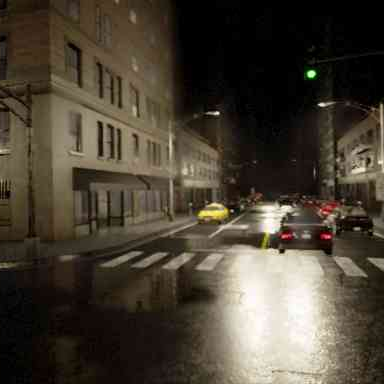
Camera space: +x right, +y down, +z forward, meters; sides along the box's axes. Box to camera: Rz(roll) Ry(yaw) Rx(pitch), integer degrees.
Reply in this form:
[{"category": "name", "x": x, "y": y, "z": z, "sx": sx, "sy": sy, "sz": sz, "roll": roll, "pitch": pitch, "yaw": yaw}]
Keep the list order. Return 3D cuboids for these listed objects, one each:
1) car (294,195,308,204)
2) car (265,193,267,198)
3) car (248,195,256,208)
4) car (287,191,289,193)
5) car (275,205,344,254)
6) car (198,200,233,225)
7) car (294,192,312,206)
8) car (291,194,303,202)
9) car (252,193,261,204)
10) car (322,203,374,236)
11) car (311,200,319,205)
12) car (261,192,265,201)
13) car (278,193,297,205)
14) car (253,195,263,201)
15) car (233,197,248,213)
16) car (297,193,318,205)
[{"category": "car", "x": 18.090, "y": 1.251, "z": 55.535, "sx": 1.947, "sy": 1.339, "sz": 4.313, "roll": -1, "pitch": 0, "yaw": 15}, {"category": "car", "x": 17.555, "y": 1.299, "z": 85.044, "sx": 1.802, "sy": 1.307, "sz": 4.206, "roll": -1, "pitch": 0, "yaw": 15}, {"category": "car", "x": 7.439, "y": 1.446, "z": 46.584, "sx": 2.008, "sy": 1.369, "sz": 4.403, "roll": -1, "pitch": 0, "yaw": 15}, {"category": "car", "x": 26.761, "y": 1.073, "z": 88.505, "sx": 1.887, "sy": 1.381, "sz": 4.507, "roll": -1, "pitch": 0, "yaw": 15}, {"category": "car", "x": 4.328, "y": 1.474, "z": 13.184, "sx": 2.033, "sy": 1.411, "sz": 5.357, "roll": -1, "pitch": 0, "yaw": 15}, {"category": "car", "x": 1.614, "y": 1.519, "z": 24.442, "sx": 1.752, "sy": 1.417, "sz": 4.829, "roll": -1, "pitch": 0, "yaw": 15}, {"category": "car", "x": 16.639, "y": 1.025, "z": 50.041, "sx": 2.192, "sy": 1.841, "sz": 5.009, "roll": -1, "pitch": 0, "yaw": 15}, {"category": "car", "x": 20.980, "y": 1.202, "z": 66.525, "sx": 1.947, "sy": 1.339, "sz": 4.313, "roll": -1, "pitch": 0, "yaw": 15}, {"category": "car", "x": 10.327, "y": 1.286, "z": 57.572, "sx": 1.967, "sy": 1.590, "sz": 4.097, "roll": -1, "pitch": 0, "yaw": 15}, {"category": "car", "x": 7.973, "y": 1.407, "z": 17.071, "sx": 2.008, "sy": 1.369, "sz": 4.403, "roll": -1, "pitch": 0, "yaw": 15}, {"category": "car", "x": 9.419, "y": 1.415, "z": 22.566, "sx": 1.802, "sy": 1.307, "sz": 4.206, "roll": -1, "pitch": 0, "yaw": 15}, {"category": "car", "x": 13.214, "y": 1.111, "z": 68.561, "sx": 2.192, "sy": 1.841, "sz": 5.009, "roll": -1, "pitch": 0, "yaw": 15}, {"category": "car", "x": 12.567, "y": 1.280, "z": 44.528, "sx": 2.128, "sy": 1.511, "sz": 4.902, "roll": -1, "pitch": 0, "yaw": 15}, {"category": "car", "x": 14.665, "y": 1.353, "z": 74.055, "sx": 1.802, "sy": 1.307, "sz": 4.206, "roll": -1, "pitch": 0, "yaw": 15}, {"category": "car", "x": 4.549, "y": 1.511, "z": 35.595, "sx": 1.947, "sy": 1.339, "sz": 4.313, "roll": -1, "pitch": 0, "yaw": 15}, {"category": "car", "x": 13.751, "y": 1.200, "z": 39.051, "sx": 1.967, "sy": 1.590, "sz": 4.097, "roll": -1, "pitch": 0, "yaw": 15}]
